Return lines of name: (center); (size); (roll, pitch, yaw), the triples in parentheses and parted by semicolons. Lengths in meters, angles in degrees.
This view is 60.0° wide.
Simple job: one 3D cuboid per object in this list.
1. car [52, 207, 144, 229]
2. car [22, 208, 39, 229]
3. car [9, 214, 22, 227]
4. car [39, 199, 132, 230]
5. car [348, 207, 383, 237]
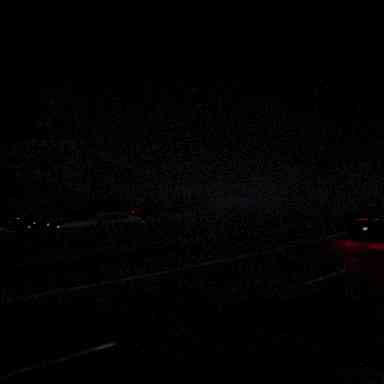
car: (-4.748, 1.781, 18.012); (4.674, 1.442, 1.812); (0, -1, -40)
car: (-8.749, 1.919, 23.755); (5.357, 1.411, 2.033); (0, -1, -41)
car: (-11.507, 1.927, 26.032); (4.902, 1.511, 2.128); (0, -1, -40)
car: (-6.313, 1.529, 21.235); (5.566, 2.045, 2.150); (0, -1, -41)
car: (9.739, 1.528, 17.602); (2.128, 1.511, 4.902); (-1, -1, 40)
